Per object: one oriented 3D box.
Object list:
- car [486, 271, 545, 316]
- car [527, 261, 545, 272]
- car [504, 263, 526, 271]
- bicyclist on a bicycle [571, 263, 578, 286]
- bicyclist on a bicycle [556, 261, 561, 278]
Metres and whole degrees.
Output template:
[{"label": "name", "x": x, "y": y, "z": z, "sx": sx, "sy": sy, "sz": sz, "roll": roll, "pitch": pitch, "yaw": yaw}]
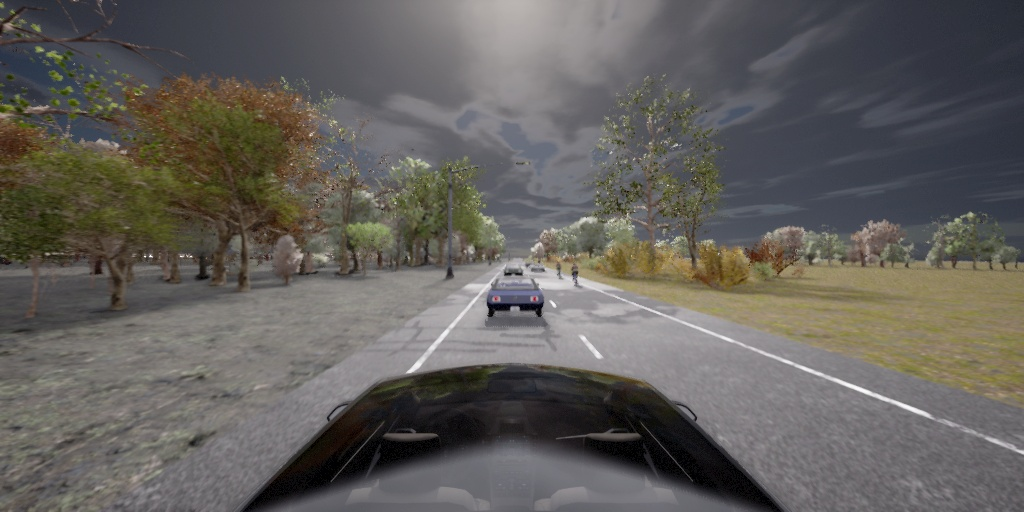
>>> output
[{"label": "car", "x": 0.106, "y": 1.403, "z": 13.581, "sx": 1.895, "sy": 1.301, "sz": 4.718, "roll": 0, "pitch": 0, "yaw": 0}, {"label": "car", "x": 3.632, "y": 1.575, "z": 51.932, "sx": 1.895, "sy": 1.301, "sz": 4.718, "roll": 0, "pitch": 0, "yaw": 0}, {"label": "car", "x": 0.122, "y": 1.504, "z": 36.328, "sx": 1.895, "sy": 1.301, "sz": 4.718, "roll": 0, "pitch": 0, "yaw": 0}, {"label": "bicyclist on a bicycle", "x": 4.482, "y": 1.311, "z": 25.568, "sx": 0.582, "sy": 1.620, "sz": 1.656, "roll": 0, "pitch": -1, "yaw": 0}, {"label": "bicyclist on a bicycle", "x": 4.487, "y": 1.350, "z": 34.514, "sx": 0.582, "sy": 1.620, "sz": 1.656, "roll": 0, "pitch": -1, "yaw": 0}]
